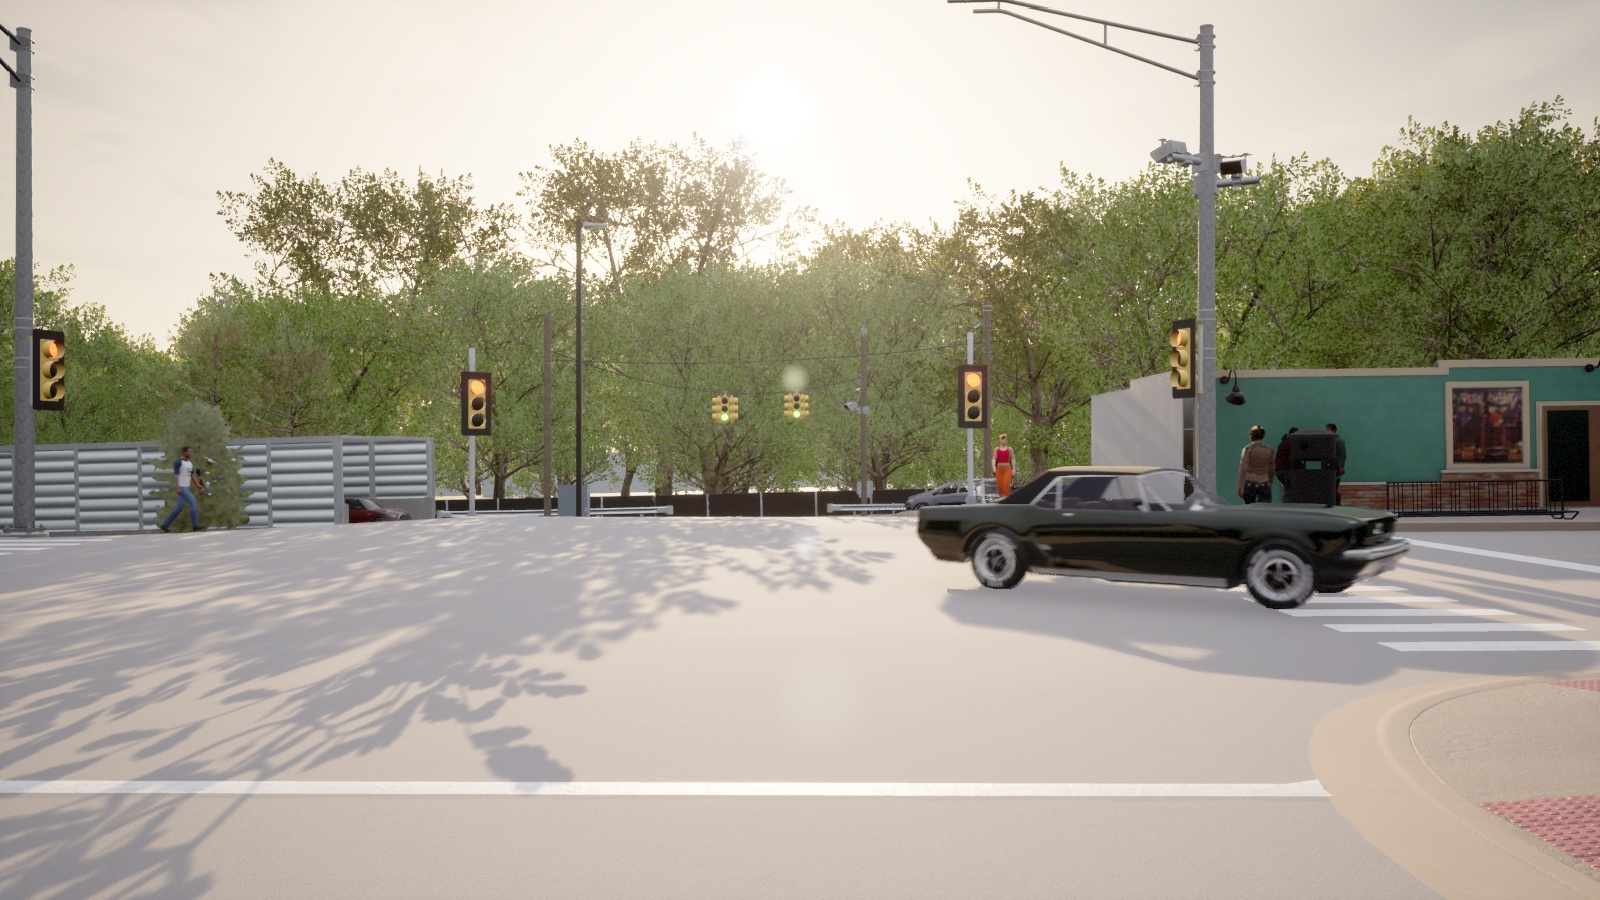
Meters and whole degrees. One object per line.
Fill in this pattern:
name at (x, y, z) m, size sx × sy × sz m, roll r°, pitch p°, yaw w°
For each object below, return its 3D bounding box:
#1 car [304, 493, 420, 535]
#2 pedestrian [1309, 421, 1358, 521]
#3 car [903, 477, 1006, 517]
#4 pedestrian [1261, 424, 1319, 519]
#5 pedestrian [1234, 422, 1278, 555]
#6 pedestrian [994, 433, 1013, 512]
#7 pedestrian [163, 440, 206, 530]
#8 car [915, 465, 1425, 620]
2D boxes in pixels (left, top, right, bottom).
car at (-20.251, 2.943, 58.161) m, size 4.553 × 1.767 × 2.097 m, roll -2°, pitch 0°, yaw 6°
pedestrian at (10.456, 0.408, 24.610) m, size 0.788 × 1.949 × 0.423 m, roll 0°, pitch 0°, yaw -17°
car at (7.190, 2.189, 58.496) m, size 4.611 × 1.667 × 2.242 m, roll -2°, pitch 0°, yaw 8°
pedestrian at (9.694, 0.421, 24.874) m, size 0.899 × 1.844 × 0.634 m, roll 0°, pitch 0°, yaw 2°
pedestrian at (6.325, 0.520, 17.423) m, size 0.328 × 1.805 × 0.869 m, roll 0°, pitch 0°, yaw 3°
pedestrian at (4.814, 0.521, 29.699) m, size 0.345 × 1.836 × 0.594 m, roll 0°, pitch 0°, yaw 20°
pedestrian at (-12.619, 0.721, 25.756) m, size 0.706 × 1.836 × 0.354 m, roll 0°, pitch 0°, yaw 0°
car at (3.716, 0.827, 13.069) m, size 4.718 × 1.301 × 1.895 m, roll 0°, pitch 0°, yaw 37°
